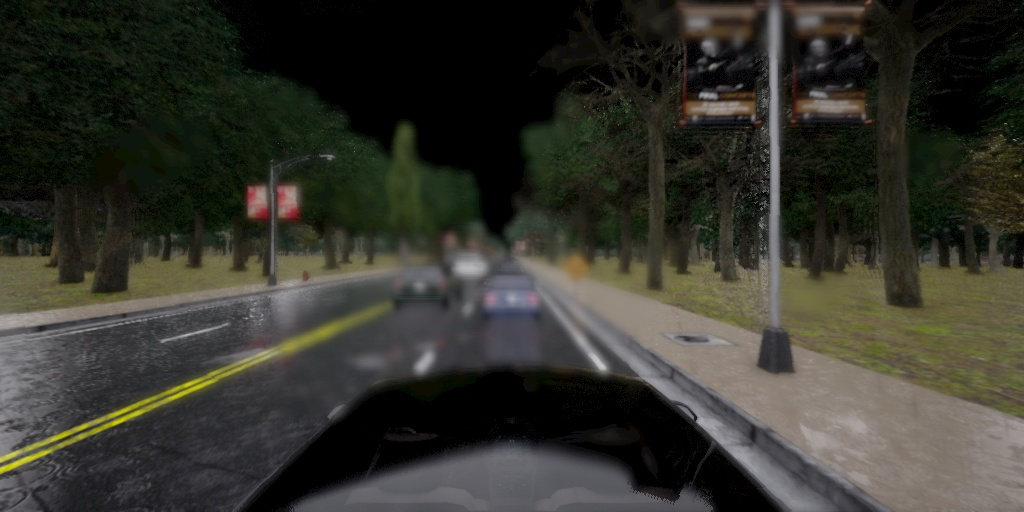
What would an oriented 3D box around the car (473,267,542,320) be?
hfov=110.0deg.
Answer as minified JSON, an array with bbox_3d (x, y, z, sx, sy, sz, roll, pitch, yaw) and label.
[{"bbox_3d":[0.031,1.275,12.568,2.033,1.411,5.357,0,0,1],"label":"car"}]

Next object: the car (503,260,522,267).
[{"bbox_3d":[0.025,1.276,29.111,1.895,1.301,4.718,0,0,0],"label":"car"}]

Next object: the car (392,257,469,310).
[{"bbox_3d":[-3.202,1.073,14.661,2.097,1.767,4.553,0,0,0],"label":"car"}]

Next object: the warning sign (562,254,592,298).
[{"bbox_3d":[2.853,0.835,15.768,1.300,1.860,1.060,0,0,0],"label":"warning sign"}]

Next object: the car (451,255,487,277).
[{"bbox_3d":[-3.228,0.900,28.620,2.150,2.045,5.566,0,1,0],"label":"car"}]

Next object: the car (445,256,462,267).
[{"bbox_3d":[-9.922,0.833,60.999,2.097,1.767,4.553,0,0,0],"label":"car"}]
